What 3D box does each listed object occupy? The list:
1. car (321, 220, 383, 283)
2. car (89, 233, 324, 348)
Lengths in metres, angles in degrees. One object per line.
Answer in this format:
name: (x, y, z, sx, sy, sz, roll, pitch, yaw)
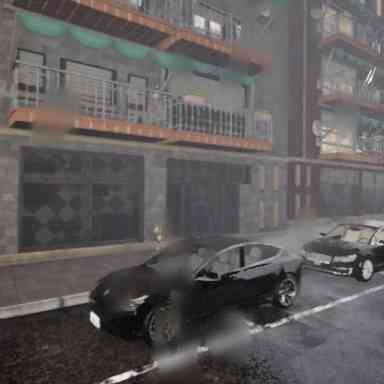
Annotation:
car: (4.925, 1.535, 9.599, 4.403, 1.369, 2.008, 0, 1, -35)
car: (0.308, 1.560, 6.306, 4.313, 1.339, 1.947, 0, 1, -35)
